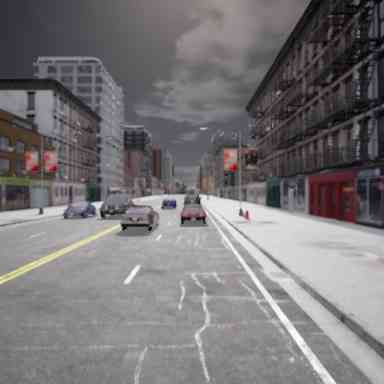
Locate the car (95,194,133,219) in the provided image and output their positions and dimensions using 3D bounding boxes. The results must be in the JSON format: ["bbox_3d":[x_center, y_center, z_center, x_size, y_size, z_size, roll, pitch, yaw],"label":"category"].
[{"bbox_3d":[-6.581,1.228,29.809,2.150,2.045,5.566,0,0,0],"label":"car"}]

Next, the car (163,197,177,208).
[{"bbox_3d":[-3.130,1.486,47.311,1.882,1.535,5.008,0,0,0],"label":"car"}]

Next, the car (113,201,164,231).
[{"bbox_3d":[-3.143,1.551,20.830,2.033,1.411,5.357,0,0,0],"label":"car"}]

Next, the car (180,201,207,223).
[{"bbox_3d":[0.106,1.605,25.342,1.895,1.301,4.718,0,0,0],"label":"car"}]

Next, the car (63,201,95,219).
[{"bbox_3d":[-9.829,1.531,29.530,1.812,1.442,4.674,0,0,0],"label":"car"}]

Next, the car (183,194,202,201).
[{"bbox_3d":[0.079,1.230,42.336,2.150,2.045,5.566,0,0,0],"label":"car"}]
